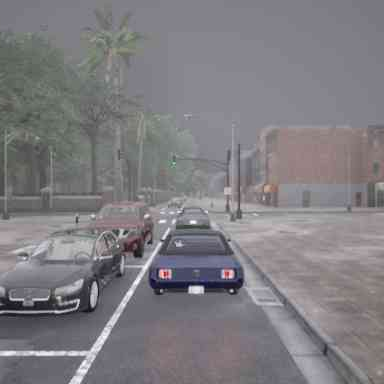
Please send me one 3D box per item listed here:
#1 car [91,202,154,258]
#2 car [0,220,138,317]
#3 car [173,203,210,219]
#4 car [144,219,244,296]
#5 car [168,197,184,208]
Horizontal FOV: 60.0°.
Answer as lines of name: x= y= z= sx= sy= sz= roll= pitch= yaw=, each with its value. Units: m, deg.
car: x=-2.658 y=1.338 z=13.023 sx=2.192 sy=1.841 sz=5.009 roll=0 pitch=0 yaw=0
car: x=-2.649 y=1.563 z=7.559 sx=2.008 sy=1.369 sz=4.403 roll=0 pitch=0 yaw=0
car: x=0.047 y=1.606 z=20.137 sx=1.994 sy=1.385 sz=4.181 roll=0 pitch=0 yaw=-1
car: x=0.086 y=1.615 z=8.671 sx=1.895 sy=1.301 sz=4.718 roll=0 pitch=0 yaw=0
car: x=-2.716 y=1.620 z=51.171 sx=1.967 sy=1.590 sz=4.097 roll=0 pitch=0 yaw=0
